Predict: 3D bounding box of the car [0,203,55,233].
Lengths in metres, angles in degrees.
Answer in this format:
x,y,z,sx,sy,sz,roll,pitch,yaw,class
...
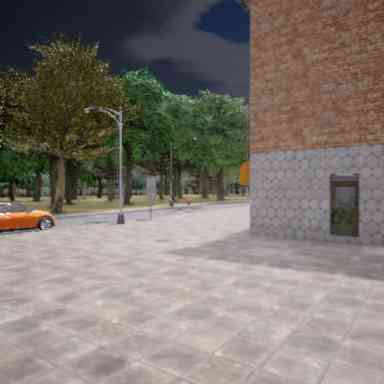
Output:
x,y,z,sx,sy,sz,roll,pitch,yaw,class
-9.908,1.357,18.234,2.097,1.767,4.553,0,1,36,car
